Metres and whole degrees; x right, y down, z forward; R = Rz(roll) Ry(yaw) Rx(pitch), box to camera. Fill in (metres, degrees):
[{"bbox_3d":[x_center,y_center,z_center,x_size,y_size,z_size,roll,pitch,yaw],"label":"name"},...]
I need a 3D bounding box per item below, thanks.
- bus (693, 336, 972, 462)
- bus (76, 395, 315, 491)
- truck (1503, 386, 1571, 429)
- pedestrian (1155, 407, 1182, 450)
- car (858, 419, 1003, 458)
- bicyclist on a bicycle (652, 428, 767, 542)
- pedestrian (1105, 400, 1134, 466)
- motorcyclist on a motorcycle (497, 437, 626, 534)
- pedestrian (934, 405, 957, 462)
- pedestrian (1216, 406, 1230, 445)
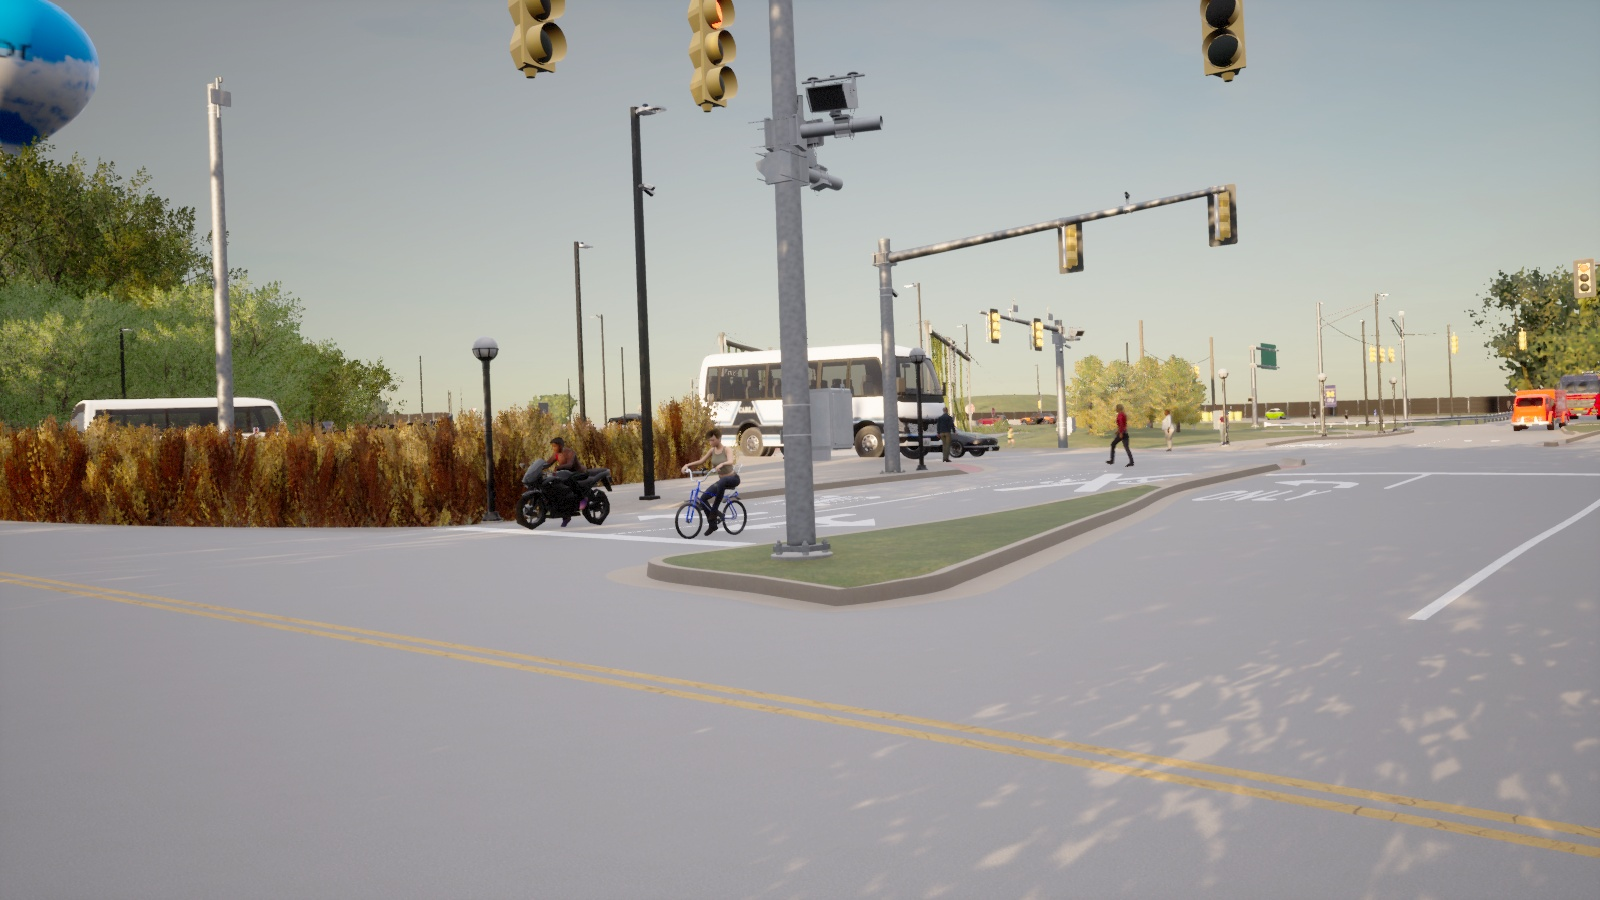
[{"bbox_3d":[1.022,-1.756,47.453,10.273,4.253,3.944,0,1,41],"label":"bus"},{"bbox_3d":[-31.358,-0.428,65.499,10.273,4.253,3.944,-4,-1,-41],"label":"bus"},{"bbox_3d":[45.098,-2.618,76.774,2.627,2.467,5.204,-1,1,41],"label":"truck"},{"bbox_3d":[16.111,-0.936,54.908,0.900,1.855,0.874,-3,0,27],"label":"pedestrian"},{"bbox_3d":[5.064,-0.437,49.106,5.357,1.411,2.033,0,1,37],"label":"car"},{"bbox_3d":[-1.329,0.497,18.664,0.866,1.612,1.509,-1,0,41],"label":"bicyclist on a bicycle"},{"bbox_3d":[9.129,-0.475,35.889,0.636,1.846,0.331,-3,0,43],"label":"pedestrian"},{"bbox_3d":[-3.960,0.558,20.982,0.797,1.523,2.044,-1,0,39],"label":"motorcyclist on a motorcycle"},{"bbox_3d":[4.759,-0.531,41.077,0.402,1.842,0.726,-3,0,31],"label":"pedestrian"},{"bbox_3d":[20.161,-1.182,59.819,0.345,1.836,0.594,-3,0,39],"label":"pedestrian"}]
